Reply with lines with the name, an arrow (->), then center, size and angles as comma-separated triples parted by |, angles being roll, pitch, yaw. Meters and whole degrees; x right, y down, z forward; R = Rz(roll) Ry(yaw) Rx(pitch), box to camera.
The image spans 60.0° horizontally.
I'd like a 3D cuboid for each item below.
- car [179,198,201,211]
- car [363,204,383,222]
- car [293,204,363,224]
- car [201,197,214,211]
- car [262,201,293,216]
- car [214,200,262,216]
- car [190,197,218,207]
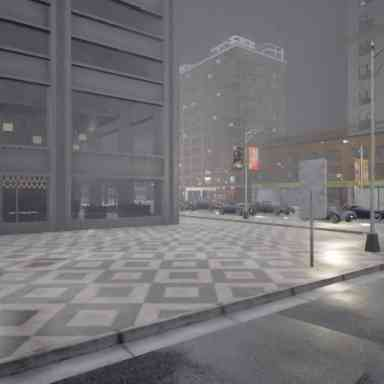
car -> -1.286, 1.686, 41.885 | 1.994, 1.385, 4.181 | 0, 0, -35
car -> 13.665, 1.648, 26.698 | 1.895, 1.301, 4.718 | 0, 0, -36
car -> 10.394, 1.616, 25.680 | 1.994, 1.385, 4.181 | 0, 0, -36
car -> 2.045, 1.666, 42.806 | 2.033, 1.411, 5.357 | 0, 0, -36
car -> 8.018, 1.632, 34.519 | 2.033, 1.411, 5.357 | 0, 0, -36
car -> 4.583, 1.654, 33.738 | 1.994, 1.385, 4.181 | 0, 0, -36
car -> 1.876, 1.621, 54.477 | 1.882, 1.535, 5.008 | 0, 0, -36
